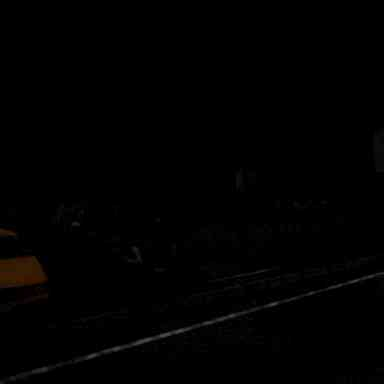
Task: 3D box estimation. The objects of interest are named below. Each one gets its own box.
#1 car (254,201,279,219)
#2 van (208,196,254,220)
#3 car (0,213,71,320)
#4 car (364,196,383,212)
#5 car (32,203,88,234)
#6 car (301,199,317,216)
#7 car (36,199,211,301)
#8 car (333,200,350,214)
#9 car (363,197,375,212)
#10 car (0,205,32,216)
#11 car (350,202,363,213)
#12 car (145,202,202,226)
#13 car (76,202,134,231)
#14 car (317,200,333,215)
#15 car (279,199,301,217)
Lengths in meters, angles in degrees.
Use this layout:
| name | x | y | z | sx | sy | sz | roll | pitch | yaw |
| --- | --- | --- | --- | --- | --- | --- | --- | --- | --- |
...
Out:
| name | x | y | z | sx | sy | sz | roll | pitch | yaw |
| --- | --- | --- | --- | --- | --- | --- | --- | --- | --- |
| car | 5.224 | 1.623 | 30.420 | 2.002 | 1.452 | 4.674 | 0 | 0 | -36 |
| van | 2.898 | 1.346 | 28.905 | 1.878 | 1.987 | 4.442 | 0 | 0 | -36 |
| car | -4.439 | 1.489 | 7.208 | 1.946 | 1.575 | 5.366 | 0 | 0 | -36 |
| car | 21.134 | 1.670 | 41.572 | 1.946 | 1.575 | 5.366 | 0 | 0 | -36 |
| car | -8.341 | 1.543 | 20.761 | 2.163 | 1.488 | 4.792 | 0 | 0 | -36 |
| car | 9.740 | 1.648 | 33.651 | 2.002 | 1.452 | 4.674 | 0 | 0 | -36 |
| car | -2.248 | 1.253 | 8.967 | 2.435 | 2.045 | 5.566 | 0 | 0 | -36 |
| car | 14.251 | 1.633 | 36.886 | 2.097 | 1.535 | 5.008 | 0 | 0 | -36 |
| car | 18.752 | 1.689 | 40.133 | 2.163 | 1.488 | 4.792 | 0 | 0 | -36 |
| car | -10.585 | 1.503 | 19.129 | 2.231 | 1.521 | 4.892 | 0 | 0 | -36 |
| car | 16.516 | 1.647 | 38.491 | 2.231 | 1.521 | 4.892 | 0 | 0 | -36 |
| car | -1.533 | 1.578 | 25.557 | 2.163 | 1.488 | 4.792 | 0 | 0 | -36 |
| car | -5.958 | 1.522 | 22.201 | 1.946 | 1.575 | 5.366 | 0 | 0 | -36 |
| car | 11.979 | 1.494 | 35.293 | 2.185 | 1.767 | 4.553 | 0 | 0 | -36 |
| car | 7.484 | 1.595 | 32.034 | 2.097 | 1.535 | 5.008 | 0 | 0 | -36 |
